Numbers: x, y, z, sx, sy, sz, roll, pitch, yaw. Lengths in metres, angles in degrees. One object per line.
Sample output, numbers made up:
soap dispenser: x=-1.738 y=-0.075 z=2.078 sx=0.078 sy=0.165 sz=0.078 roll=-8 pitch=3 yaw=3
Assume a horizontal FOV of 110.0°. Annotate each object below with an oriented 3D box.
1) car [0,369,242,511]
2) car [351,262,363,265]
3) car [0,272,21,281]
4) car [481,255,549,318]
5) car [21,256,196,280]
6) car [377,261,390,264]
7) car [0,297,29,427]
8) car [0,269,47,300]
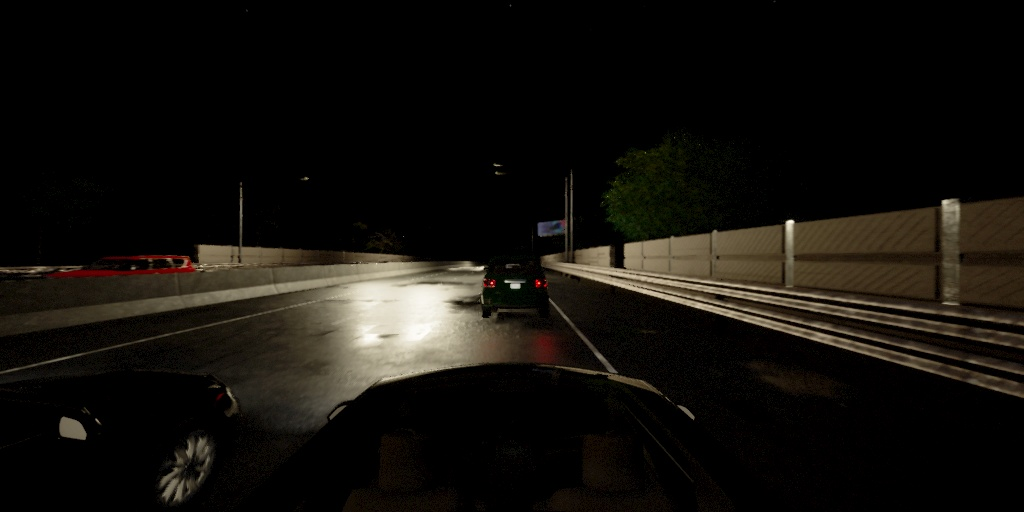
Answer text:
car: x=-3.400 y=1.255 z=1.301 sx=1.837 sy=1.490 sz=4.892 roll=0 pitch=0 yaw=0
car: x=-24.544 y=1.614 z=57.337 sx=1.994 sy=1.385 sz=4.181 roll=0 pitch=-1 yaw=1
car: x=-21.099 y=1.269 z=16.918 sx=2.128 sy=1.511 sz=4.902 roll=0 pitch=0 yaw=0
car: x=0.100 y=0.989 z=13.283 sx=2.150 sy=2.045 sz=5.566 roll=0 pitch=0 yaw=0
car: x=-17.601 y=0.997 z=16.494 sx=2.150 sy=2.045 sz=5.566 roll=0 pitch=0 yaw=0
car: x=-21.043 y=1.559 z=59.112 sx=2.128 sy=1.511 sz=4.902 roll=0 pitch=0 yaw=1
car: x=-6.900 y=1.255 z=1.990 sx=1.837 sy=1.490 sz=4.892 roll=0 pitch=0 yaw=0
car: x=-24.599 y=1.339 z=16.107 sx=1.994 sy=1.385 sz=4.181 roll=0 pitch=0 yaw=0
